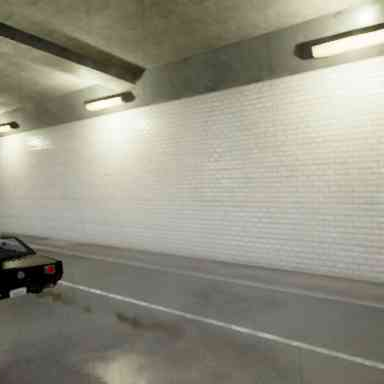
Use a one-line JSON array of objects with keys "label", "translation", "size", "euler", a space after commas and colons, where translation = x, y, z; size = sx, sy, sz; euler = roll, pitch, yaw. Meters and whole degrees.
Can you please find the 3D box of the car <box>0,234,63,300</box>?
[{"label": "car", "translation": [-5.117, 1.641, 7.644], "size": [4.718, 1.301, 1.895], "euler": [0, 0, 35]}]
